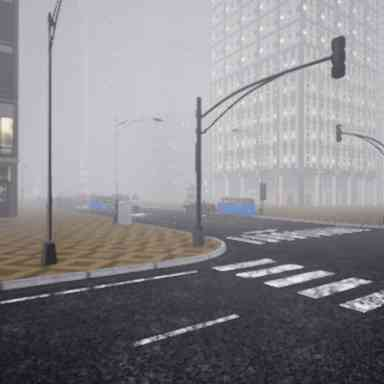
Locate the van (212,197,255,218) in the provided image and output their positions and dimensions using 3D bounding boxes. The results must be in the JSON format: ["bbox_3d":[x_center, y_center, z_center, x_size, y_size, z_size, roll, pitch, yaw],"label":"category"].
[{"bbox_3d":[3.928,1.400,30.177,1.690,1.788,3.998,0,0,-34],"label":"van"}]

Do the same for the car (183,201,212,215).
[{"bbox_3d":[0.751,1.579,34.716,1.887,1.381,4.507,0,0,-34],"label":"car"}]

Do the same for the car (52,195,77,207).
[{"bbox_3d":[-18.614,1.487,48.369,1.947,1.339,4.313,0,0,-34],"label":"car"}]

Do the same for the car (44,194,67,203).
[{"bbox_3d":[-21.714,1.447,52.958,2.008,1.369,4.403,0,0,-34],"label":"car"}]

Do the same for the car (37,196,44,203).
[{"bbox_3d":[-27.916,1.427,62.140,1.802,1.307,4.206,0,0,-34],"label":"car"}]

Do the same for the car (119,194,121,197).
[{"bbox_3d":[-12.958,1.429,50.230,2.128,1.511,4.902,0,0,-33],"label":"car"}]

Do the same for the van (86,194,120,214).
[{"bbox_3d":[-9.310,1.337,34.599,1.690,1.788,3.998,0,0,-34],"label":"van"}]

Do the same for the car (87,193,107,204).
[{"bbox_3d":[-17.870,1.199,62.241,2.192,1.841,5.009,0,0,-34],"label":"car"}]

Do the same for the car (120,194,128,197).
[{"bbox_3d":[-11.668,1.250,53.060,2.192,1.841,5.009,0,0,-34],"label":"car"}]

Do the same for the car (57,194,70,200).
[{"bbox_3d":[-31.637,1.249,82.024,1.882,1.535,5.008,0,0,-34],"label":"car"}]

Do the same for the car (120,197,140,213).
[{"bbox_3d":[-7.203,1.564,36.104,1.994,1.385,4.181,0,0,-34],"label":"car"}]

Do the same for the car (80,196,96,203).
[{"bbox_3d":[-20.972,1.424,66.831,1.947,1.339,4.313,0,0,-34],"label":"car"}]

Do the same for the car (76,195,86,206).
[{"bbox_3d":[-18.405,1.522,52.859,1.895,1.301,4.718,0,0,-34],"label":"car"}]

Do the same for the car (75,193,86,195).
[{"bbox_3d":[-18.734,1.416,58.706,1.812,1.442,4.674,0,0,-34],"label":"car"}]
